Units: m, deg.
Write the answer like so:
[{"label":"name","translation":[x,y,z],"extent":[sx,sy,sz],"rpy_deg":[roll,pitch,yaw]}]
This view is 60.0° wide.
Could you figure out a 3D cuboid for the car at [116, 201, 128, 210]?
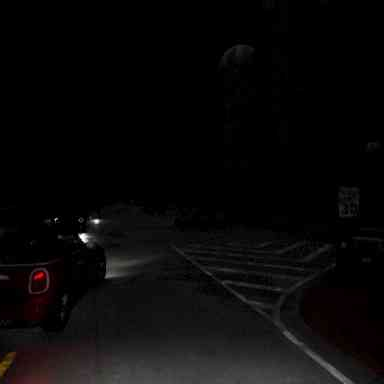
[{"label":"car","translation":[-17.195,3.307,80.520],"extent":[2.150,2.045,5.566],"rpy_deg":[0,-2,-12]}]

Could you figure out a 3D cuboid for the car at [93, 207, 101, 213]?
[{"label":"car","translation":[-12.193,2.594,40.902],"extent":[2.033,1.411,5.357],"rpy_deg":[0,-2,-12]}]

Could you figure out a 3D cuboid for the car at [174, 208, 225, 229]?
[{"label":"car","translation":[0.576,2.159,27.052],"extent":[3.988,1.617,1.851],"rpy_deg":[0,-2,-13]}]

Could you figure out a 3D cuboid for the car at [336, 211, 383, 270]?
[{"label":"car","translation":[6.446,1.607,11.096],"extent":[3.866,1.878,1.905],"rpy_deg":[1,-2,-44]}]

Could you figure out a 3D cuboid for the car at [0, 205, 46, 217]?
[{"label":"car","translation":[-6.019,1.473,11.198],"extent":[2.150,2.045,5.566],"rpy_deg":[0,-2,-20]}]

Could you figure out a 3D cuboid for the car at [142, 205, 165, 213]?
[{"label":"car","translation":[-6.888,3.083,59.196],"extent":[4.181,1.381,1.994],"rpy_deg":[0,-2,-13]}]

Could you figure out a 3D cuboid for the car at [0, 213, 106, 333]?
[{"label":"car","translation":[-3.272,1.504,7.149],"extent":[2.097,1.767,4.553],"rpy_deg":[0,-2,-3]}]

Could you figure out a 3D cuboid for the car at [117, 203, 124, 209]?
[{"label":"car","translation":[-19.398,3.772,90.676],"extent":[1.812,1.442,4.674],"rpy_deg":[0,-2,-12]}]

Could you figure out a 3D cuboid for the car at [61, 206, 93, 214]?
[{"label":"car","translation":[-8.651,1.952,24.132],"extent":[2.097,1.767,4.553],"rpy_deg":[0,-2,-12]}]
